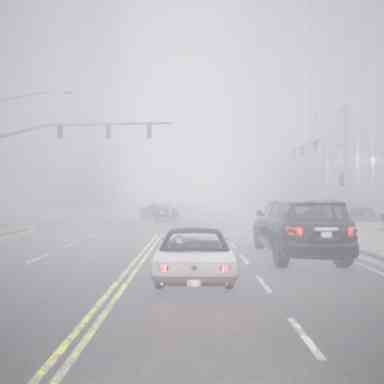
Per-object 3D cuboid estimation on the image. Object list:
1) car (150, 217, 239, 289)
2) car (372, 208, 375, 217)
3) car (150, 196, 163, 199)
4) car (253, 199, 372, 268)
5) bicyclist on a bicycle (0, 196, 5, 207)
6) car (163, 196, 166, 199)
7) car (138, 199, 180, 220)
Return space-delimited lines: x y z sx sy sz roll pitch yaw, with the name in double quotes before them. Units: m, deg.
"car" 0.067 1.614 9.133 1.895 1.301 4.718 0 0 0
"car" 13.121 1.531 28.503 4.902 1.511 2.128 0 0 -5
"car" -7.000 1.649 61.135 1.994 1.385 4.181 0 0 1
"car" 3.582 1.237 11.490 2.150 2.045 5.566 0 0 0
"bicyclist on a bicycle" -26.386 1.365 46.149 0.582 1.620 1.656 0 0 -1
"car" -6.946 1.627 75.958 2.128 1.511 4.902 0 0 0
"car" -2.917 1.587 28.377 2.033 1.411 5.357 0 0 -29
